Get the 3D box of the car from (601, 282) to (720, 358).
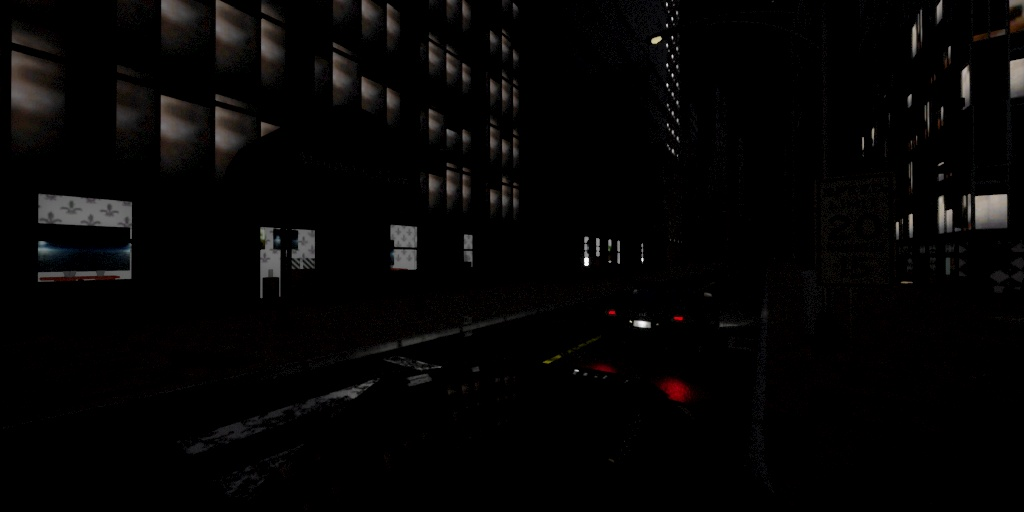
[{"bbox_3d":[3.746,1.323,8.735,1.994,1.385,4.181,0,0,36],"label":"car"}]
